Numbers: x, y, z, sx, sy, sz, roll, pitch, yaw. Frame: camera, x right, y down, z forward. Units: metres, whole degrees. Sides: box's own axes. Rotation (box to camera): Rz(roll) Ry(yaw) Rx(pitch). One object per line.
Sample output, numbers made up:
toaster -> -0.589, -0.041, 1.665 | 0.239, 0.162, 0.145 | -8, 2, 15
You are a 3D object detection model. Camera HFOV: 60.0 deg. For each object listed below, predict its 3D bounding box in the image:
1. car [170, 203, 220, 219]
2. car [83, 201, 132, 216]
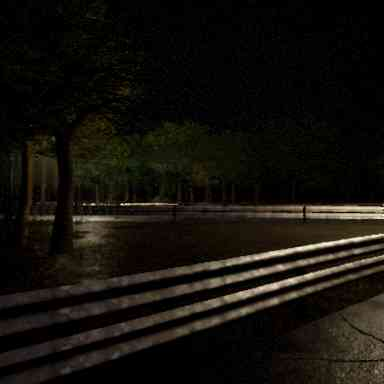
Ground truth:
car -> 0.252, 1.808, 32.043 | 4.892, 1.490, 1.837 | 0, -1, 9
car -> -9.554, 2.008, 37.083 | 4.718, 1.301, 1.895 | 0, -1, 9
